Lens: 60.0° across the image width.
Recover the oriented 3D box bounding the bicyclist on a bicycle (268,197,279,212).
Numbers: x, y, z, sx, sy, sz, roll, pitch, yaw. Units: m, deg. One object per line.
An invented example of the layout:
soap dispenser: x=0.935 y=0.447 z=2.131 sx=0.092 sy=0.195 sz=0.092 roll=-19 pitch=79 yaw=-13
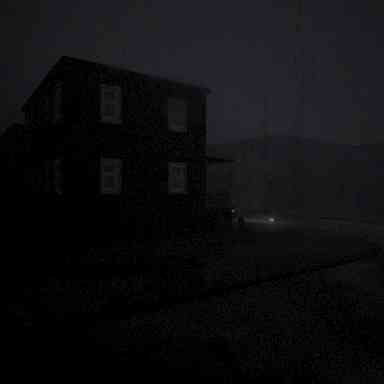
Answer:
bicyclist on a bicycle: x=8.568 y=1.337 z=34.953 sx=1.656 sy=1.620 sz=0.582 roll=0 pitch=0 yaw=-35

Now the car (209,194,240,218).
car: x=1.819 y=1.214 z=29.952 sx=2.150 sy=2.045 sz=5.566 roll=0 pitch=0 yaw=-35
